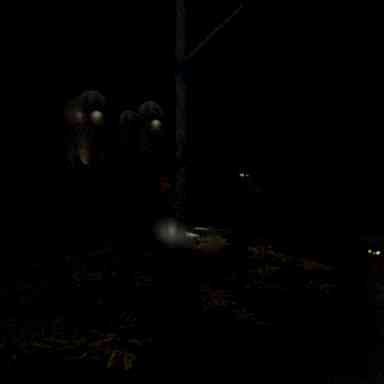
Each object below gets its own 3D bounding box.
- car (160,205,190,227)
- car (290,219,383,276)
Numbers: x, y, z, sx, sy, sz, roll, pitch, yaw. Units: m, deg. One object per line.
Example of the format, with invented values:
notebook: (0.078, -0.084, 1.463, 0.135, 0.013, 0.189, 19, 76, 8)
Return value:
car: (-1.910, 1.562, 22.047, 1.994, 1.385, 4.181, 0, 0, -36)
car: (4.882, 1.562, 10.318, 1.994, 1.385, 4.181, 0, 0, -15)
